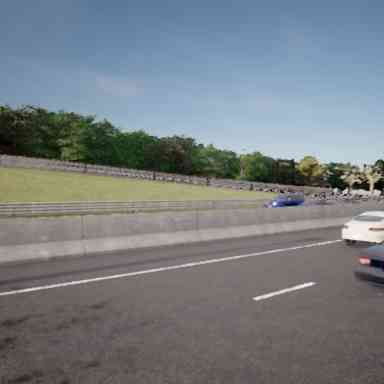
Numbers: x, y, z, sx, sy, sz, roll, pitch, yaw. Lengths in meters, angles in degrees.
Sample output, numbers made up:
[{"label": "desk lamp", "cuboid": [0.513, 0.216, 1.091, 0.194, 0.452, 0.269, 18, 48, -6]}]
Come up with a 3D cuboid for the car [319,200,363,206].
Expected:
[{"label": "car", "cuboid": [15.083, 1.502, 32.648, 4.902, 1.511, 2.128, 0, 0, -37]}]

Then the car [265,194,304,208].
[{"label": "car", "cuboid": [10.836, 1.231, 38.214, 5.566, 2.045, 2.150, 0, 0, -37]}]

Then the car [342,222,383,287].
[{"label": "car", "cuboid": [6.109, 1.557, 8.232, 5.357, 1.411, 2.033, 0, 0, -37]}]

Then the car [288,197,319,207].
[{"label": "car", "cuboid": [12.968, 1.558, 35.439, 5.357, 1.411, 2.033, 0, 0, -37]}]

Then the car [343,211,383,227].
[{"label": "car", "cuboid": [8.192, 1.537, 14.150, 4.674, 1.442, 1.812, 0, 0, -37]}]
